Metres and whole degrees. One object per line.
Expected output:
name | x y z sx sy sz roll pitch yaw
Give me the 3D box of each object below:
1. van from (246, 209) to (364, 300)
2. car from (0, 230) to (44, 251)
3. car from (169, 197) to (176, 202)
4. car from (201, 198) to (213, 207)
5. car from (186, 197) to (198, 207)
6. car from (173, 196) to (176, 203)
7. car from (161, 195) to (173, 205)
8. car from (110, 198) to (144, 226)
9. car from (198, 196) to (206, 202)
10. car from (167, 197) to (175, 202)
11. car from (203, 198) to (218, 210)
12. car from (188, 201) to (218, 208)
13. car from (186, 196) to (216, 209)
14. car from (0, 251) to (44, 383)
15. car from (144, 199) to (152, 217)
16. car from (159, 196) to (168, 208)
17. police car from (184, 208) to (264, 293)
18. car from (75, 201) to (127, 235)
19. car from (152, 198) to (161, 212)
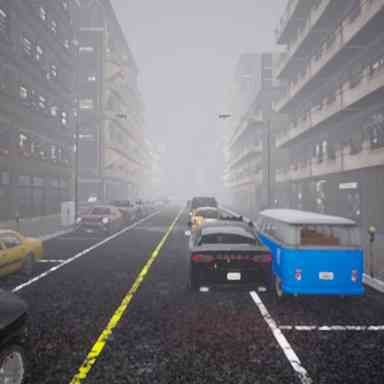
van | 2.577 1.377 8.231 1.690 1.788 3.998 1 0 0
car | -5.305 1.560 8.041 1.752 1.417 4.829 1 0 0
car | -5.309 1.962 91.445 1.802 1.307 4.206 1 0 0
car | 2.574 1.771 58.342 1.752 1.417 4.829 1 0 0
car | -0.001 1.727 59.138 1.882 1.535 5.008 0 0 0
car | -5.308 1.863 74.798 2.008 1.369 4.403 1 0 0
car | -5.304 1.583 63.701 2.192 1.841 5.009 1 0 0
car | -5.303 1.422 24.858 2.192 1.841 5.009 1 0 0
car | 2.574 1.798 85.918 1.967 1.590 4.097 1 0 0
car | -5.308 1.939 85.895 1.802 1.307 4.206 1 0 0
car | 2.575 1.640 47.074 1.967 1.590 4.097 1 0 0
car | 0.825 1.538 19.222 1.801 1.575 5.366 0 0 0
car | 0.825 1.333 25.064 2.150 2.045 5.566 0 0 0
car | -2.749 1.535 2.102 1.812 1.442 4.674 0 0 0
car | -5.303 1.445 30.408 2.192 1.841 5.009 1 0 0
car | -5.307 1.747 52.432 1.752 1.417 4.829 1 0 0
police car | 0.826 1.465 9.141 1.930 1.638 5.238 0 0 0
car | -5.304 1.523 19.309 1.967 1.590 4.097 1 0 0
car | -5.307 1.758 41.504 1.802 1.307 4.206 1 0 0
